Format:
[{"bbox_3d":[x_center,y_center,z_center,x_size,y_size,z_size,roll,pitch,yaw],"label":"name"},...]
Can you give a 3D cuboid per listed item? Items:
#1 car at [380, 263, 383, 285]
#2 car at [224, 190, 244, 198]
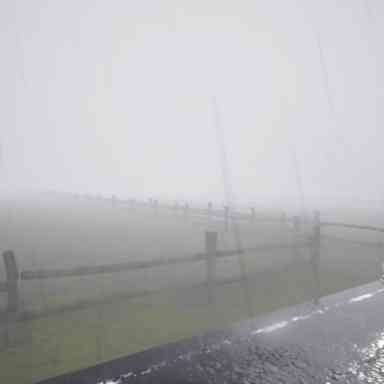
[{"bbox_3d":[6.237,1.692,7.523,4.718,1.301,1.895,1,0,-36],"label":"car"},{"bbox_3d":[8.753,0.430,69.583,2.128,1.511,4.902,1,0,-35],"label":"car"}]
